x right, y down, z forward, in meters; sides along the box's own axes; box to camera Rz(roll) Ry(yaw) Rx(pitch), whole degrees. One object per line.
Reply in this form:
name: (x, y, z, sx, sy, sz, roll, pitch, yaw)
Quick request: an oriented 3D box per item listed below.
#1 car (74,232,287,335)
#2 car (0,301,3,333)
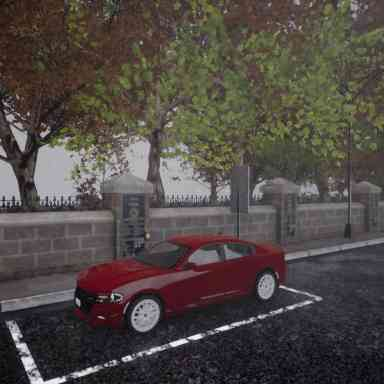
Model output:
car: (-0.018, 1.545, 6.702, 4.507, 1.381, 1.887, 0, 0, -35)
car: (-4.500, 1.551, 3.446, 4.403, 1.369, 2.008, 0, 0, -35)
